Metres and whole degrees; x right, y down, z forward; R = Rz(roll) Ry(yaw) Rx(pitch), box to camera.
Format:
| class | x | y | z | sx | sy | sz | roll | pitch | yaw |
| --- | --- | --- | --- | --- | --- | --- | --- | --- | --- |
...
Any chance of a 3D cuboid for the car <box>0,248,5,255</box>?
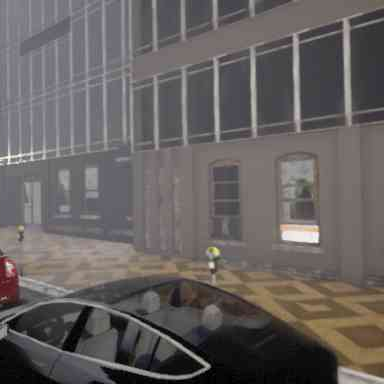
| class | x | y | z | sx | sy | sz | roll | pitch | yaw |
| --- | --- | --- | --- | --- | --- | --- | --- | --- | --- |
| car | -5.283 | 1.448 | 6.662 | 4.097 | 1.590 | 1.967 | 0 | -1 | 36 |

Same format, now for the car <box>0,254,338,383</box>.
| class | x | y | z | sx | sy | sz | roll | pitch | yaw |
| --- | --- | --- | --- | --- | --- | --- | --- | --- | --- |
| car | -0.767 | 1.569 | 3.439 | 4.313 | 1.339 | 1.947 | 0 | -1 | 36 |
